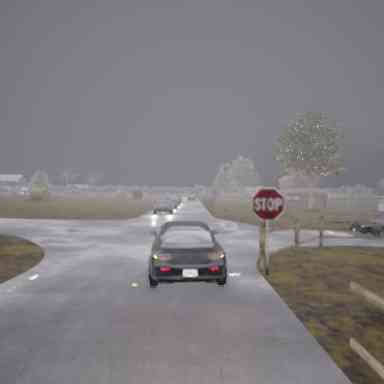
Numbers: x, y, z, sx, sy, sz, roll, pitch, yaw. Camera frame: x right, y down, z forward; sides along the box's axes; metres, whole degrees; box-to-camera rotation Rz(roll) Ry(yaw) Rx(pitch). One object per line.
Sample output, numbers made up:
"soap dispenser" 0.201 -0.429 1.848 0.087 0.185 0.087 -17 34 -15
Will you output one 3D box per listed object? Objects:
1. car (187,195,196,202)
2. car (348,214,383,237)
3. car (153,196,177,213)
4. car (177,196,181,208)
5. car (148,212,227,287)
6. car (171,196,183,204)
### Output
"car" -0.045 1.383 75.619 1.882 1.535 5.008 0 0 0
"car" 12.733 2.056 20.728 5.357 1.411 2.033 2 0 -2
"car" -2.868 1.447 34.299 1.837 1.490 4.892 0 0 0
"car" -2.865 1.492 43.444 1.994 1.385 4.181 0 0 0
"car" -0.190 1.509 9.173 1.812 1.442 4.674 0 0 -4
"car" -2.819 1.514 63.133 1.895 1.301 4.718 0 0 0
